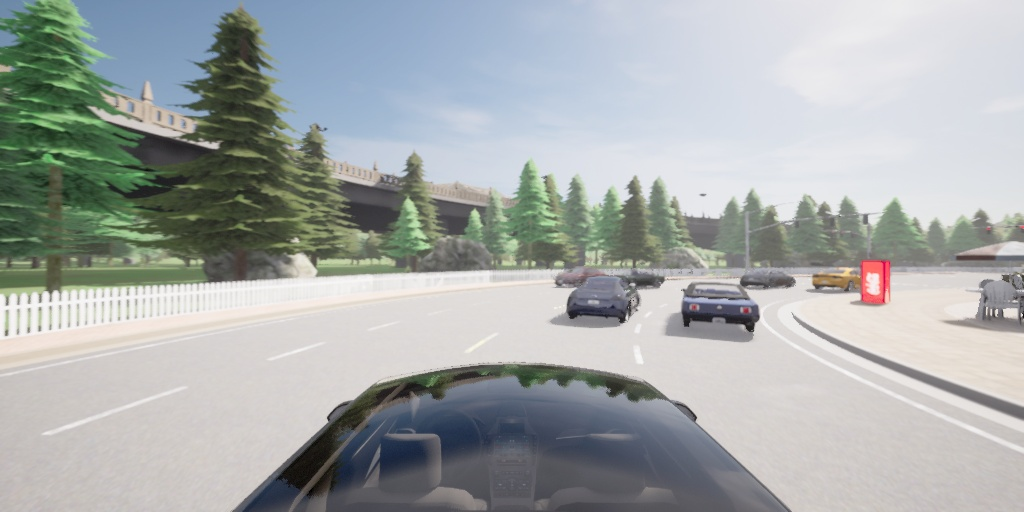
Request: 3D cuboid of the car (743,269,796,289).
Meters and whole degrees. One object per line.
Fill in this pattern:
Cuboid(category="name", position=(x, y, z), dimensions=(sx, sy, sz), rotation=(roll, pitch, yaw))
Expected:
Cuboid(category="car", position=(18.949, 1.658, 26.559), dimensions=(4.181, 1.385, 1.994), rotation=(1, -1, -26))

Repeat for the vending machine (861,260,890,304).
Cuboid(category="vending machine", position=(16.423, 1.181, 16.201), dimensions=(0.880, 2.100, 1.100), rotation=(0, 0, -36))

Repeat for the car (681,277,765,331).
Cuboid(category="car", position=(6.584, 1.482, 11.692), dimensions=(1.895, 1.301, 4.718), rotation=(0, -1, 26))

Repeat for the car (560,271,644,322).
Cuboid(category="car", position=(3.439, 1.437, 13.052), dimensions=(1.994, 1.385, 4.181), rotation=(0, -1, 26))

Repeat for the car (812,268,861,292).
Cuboid(category="car", position=(22.746, 1.578, 24.512), dimensions=(5.008, 1.535, 1.882), rotation=(1, -1, -24))

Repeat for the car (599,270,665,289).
Cuboid(category="car", position=(8.510, 1.611, 24.884), dimensions=(4.718, 1.301, 1.895), rotation=(1, -1, -37))

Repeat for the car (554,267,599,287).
Cuboid(category="car", position=(5.135, 1.527, 26.441), dimensions=(4.674, 1.442, 1.812), rotation=(1, -1, -40))
